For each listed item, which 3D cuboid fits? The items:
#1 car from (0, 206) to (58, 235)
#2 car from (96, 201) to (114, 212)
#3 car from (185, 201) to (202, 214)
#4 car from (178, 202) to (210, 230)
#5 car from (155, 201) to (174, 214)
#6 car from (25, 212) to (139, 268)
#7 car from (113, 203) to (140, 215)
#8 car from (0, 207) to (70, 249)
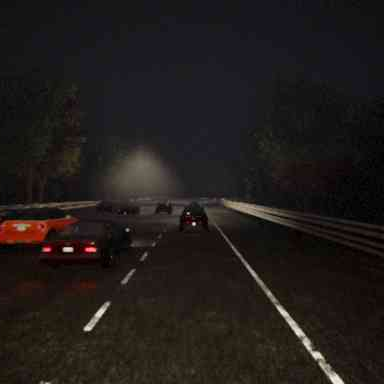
[{"bbox_3d":[-10.378,1.711,21.198,1.812,1.442,4.674,0,0,0],"label":"car"},{"bbox_3d":[-10.348,1.839,40.917,1.882,1.535,5.008,0,0,0],"label":"car"},{"bbox_3d":[0.155,1.925,42.388,2.033,1.411,5.357,0,0,0],"label":"car"},{"bbox_3d":[0.126,1.706,22.683,1.837,1.490,4.892,0,0,0],"label":"car"},{"bbox_3d":[-3.348,1.853,40.606,2.128,1.511,4.902,0,0,0],"label":"car"},{"bbox_3d":[-3.394,1.650,11.625,2.033,1.411,5.357,0,-1,0],"label":"car"},{"bbox_3d":[-6.853,1.922,36.314,1.895,1.301,4.718,0,0,0],"label":"car"},{"bbox_3d":[-6.882,1.490,15.512,2.097,1.767,4.553,0,0,0],"label":"car"}]
